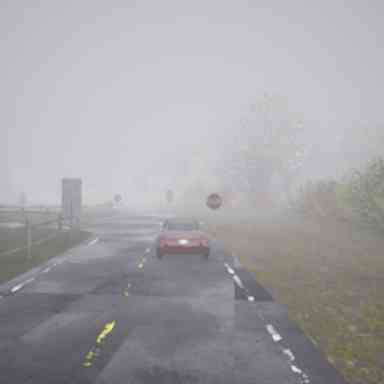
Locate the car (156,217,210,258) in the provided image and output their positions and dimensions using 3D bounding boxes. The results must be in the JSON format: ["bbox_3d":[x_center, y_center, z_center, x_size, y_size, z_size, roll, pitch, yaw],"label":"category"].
[{"bbox_3d":[-0.427,1.703,13.466,1.994,1.385,4.181,0,0,-4],"label":"car"}]

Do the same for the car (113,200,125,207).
[{"bbox_3d":[-14.759,2.204,66.772,2.033,1.411,5.357,0,-1,-20],"label":"car"}]
